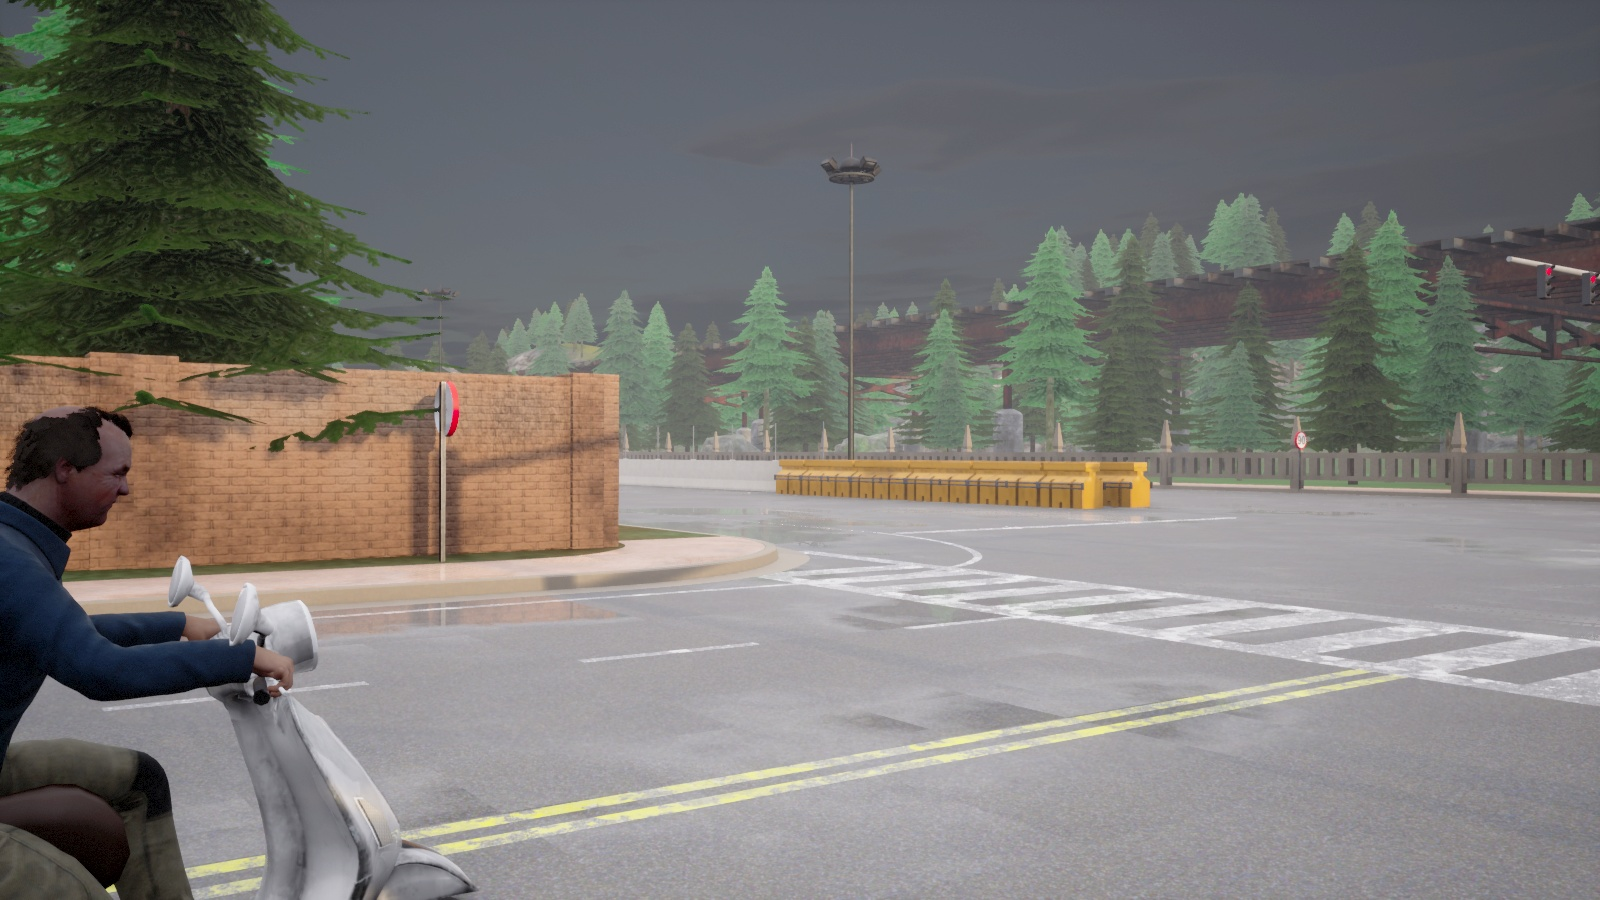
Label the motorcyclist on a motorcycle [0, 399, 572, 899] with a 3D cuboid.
[{"bbox_3d":[-1.499,0.708,2.616,1.817,1.590,0.866,0,0,-35],"label":"motorcyclist on a motorcycle"}]
